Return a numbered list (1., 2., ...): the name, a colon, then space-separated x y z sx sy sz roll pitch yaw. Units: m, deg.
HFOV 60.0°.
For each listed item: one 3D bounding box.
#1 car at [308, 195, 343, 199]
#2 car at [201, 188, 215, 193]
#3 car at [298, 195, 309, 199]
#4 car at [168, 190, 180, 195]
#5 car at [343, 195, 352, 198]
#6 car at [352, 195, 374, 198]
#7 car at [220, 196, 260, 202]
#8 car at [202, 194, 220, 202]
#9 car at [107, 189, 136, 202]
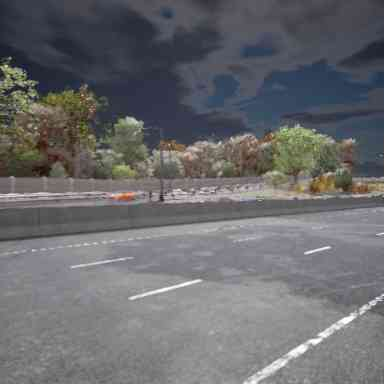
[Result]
1. car: 19.363 1.294 47.983 4.902 1.511 2.128 0 0 -43
2. car: 3.746 -0.188 75.744 2.128 1.511 4.902 0 2 26
3. car: 17.564 1.254 51.077 5.008 1.535 1.882 0 0 -43
4. car: -2.840 0.389 61.988 1.994 1.385 4.181 0 2 24
5. car: 28.833 1.310 61.633 5.357 1.411 2.033 0 0 -43
6. car: 30.846 1.309 58.731 4.902 1.511 2.128 0 0 -43
7. car: 5.708 1.301 35.169 4.902 1.511 2.128 0 0 -43
8. car: 2.906 1.262 37.339 5.008 1.535 1.882 0 0 -43
9. car: -9.756 0.485 46.080 2.097 1.767 4.553 0 1 24
